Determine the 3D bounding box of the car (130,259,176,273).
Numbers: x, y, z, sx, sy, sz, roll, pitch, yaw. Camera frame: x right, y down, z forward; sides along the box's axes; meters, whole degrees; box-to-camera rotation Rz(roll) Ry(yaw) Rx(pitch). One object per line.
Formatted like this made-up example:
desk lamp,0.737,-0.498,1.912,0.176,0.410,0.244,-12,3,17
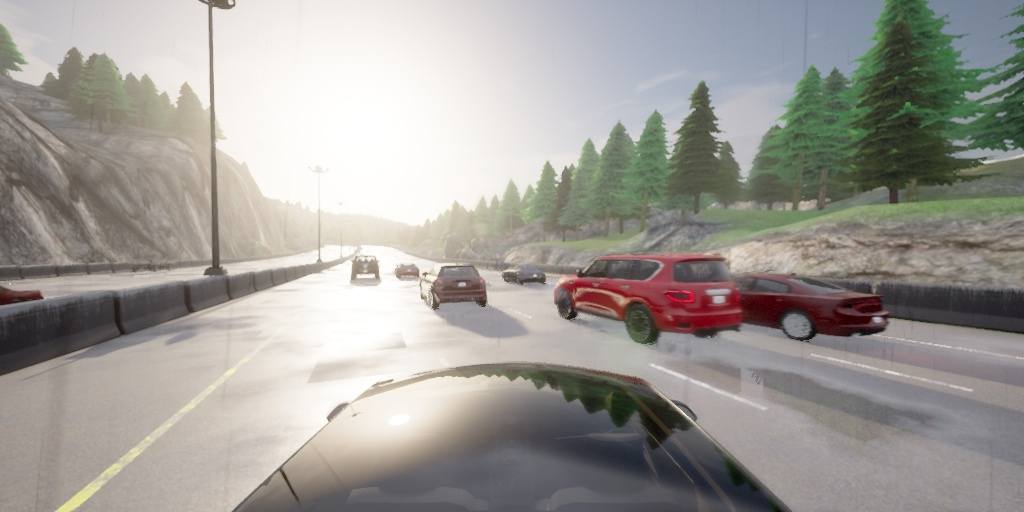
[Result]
car,-38.162,0.966,38.199,1.895,1.301,4.718,0,0,-22

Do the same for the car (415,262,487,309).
car,-2.620,1.075,15.159,2.097,1.767,4.553,0,0,-22

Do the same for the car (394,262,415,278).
car,-9.760,1.247,33.249,1.994,1.385,4.181,0,0,-22

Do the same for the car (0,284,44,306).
car,-15.660,1.324,9.517,1.895,1.301,4.718,0,0,-22

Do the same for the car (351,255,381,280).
car,-12.611,0.906,30.936,2.150,2.045,5.566,0,0,-21

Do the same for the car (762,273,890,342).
car,6.945,1.217,9.997,1.882,1.535,5.008,0,0,-22

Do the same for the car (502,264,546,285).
car,0.778,1.270,25.617,1.994,1.385,4.181,0,0,-22

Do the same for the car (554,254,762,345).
car,3.247,0.961,9.832,2.150,2.045,5.566,0,0,-22
